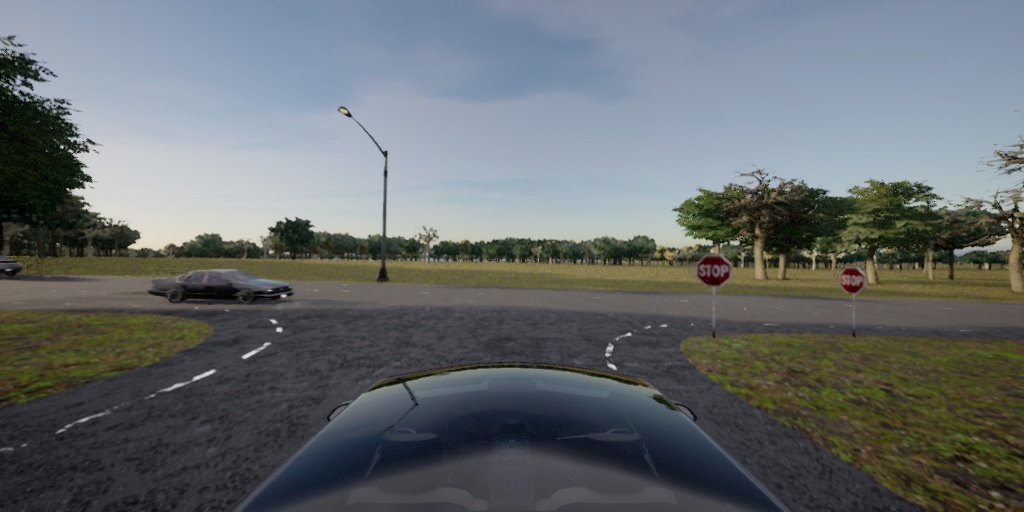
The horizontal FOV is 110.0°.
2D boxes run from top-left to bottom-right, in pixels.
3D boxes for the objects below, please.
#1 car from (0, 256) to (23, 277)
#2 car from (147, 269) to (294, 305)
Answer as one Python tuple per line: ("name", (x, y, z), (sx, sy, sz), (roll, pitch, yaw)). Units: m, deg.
("car", (-34.605, 0.622, 22.943), (4.902, 1.511, 2.128), (2, 0, 0))
("car", (-12.722, 1.302, 15.814), (5.357, 1.411, 2.033), (1, 0, 0))
